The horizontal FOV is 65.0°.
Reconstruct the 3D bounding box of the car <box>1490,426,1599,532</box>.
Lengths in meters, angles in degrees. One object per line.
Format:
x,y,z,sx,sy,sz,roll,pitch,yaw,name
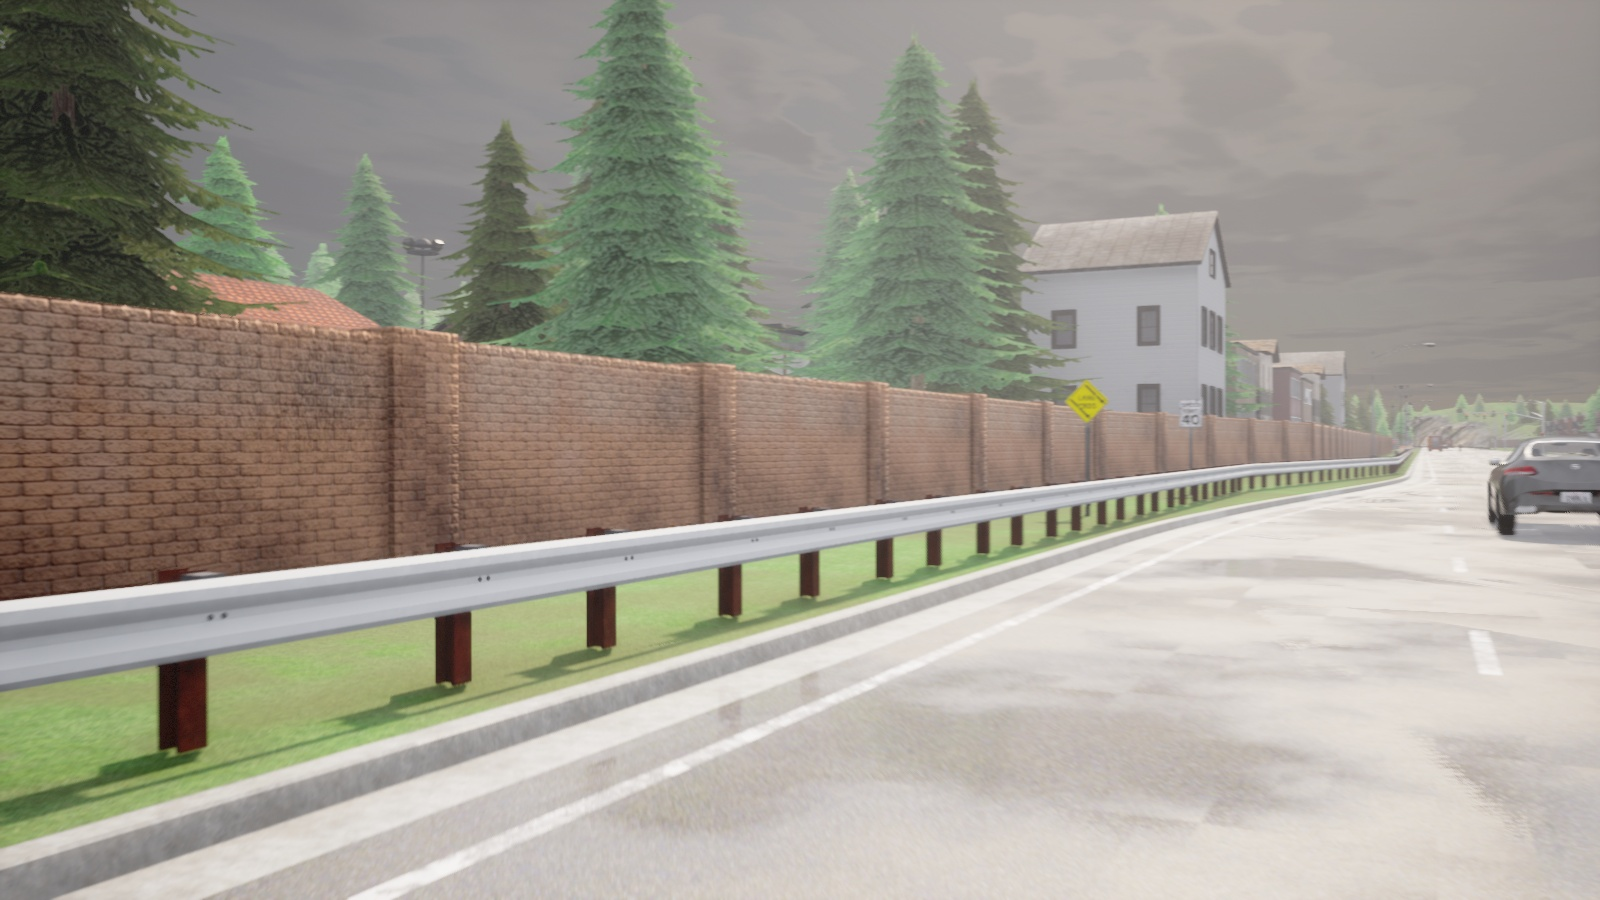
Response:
13.418,0.449,21.969,2.152,1.651,5.027,0,0,27,car
